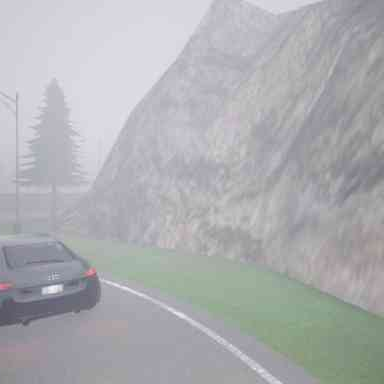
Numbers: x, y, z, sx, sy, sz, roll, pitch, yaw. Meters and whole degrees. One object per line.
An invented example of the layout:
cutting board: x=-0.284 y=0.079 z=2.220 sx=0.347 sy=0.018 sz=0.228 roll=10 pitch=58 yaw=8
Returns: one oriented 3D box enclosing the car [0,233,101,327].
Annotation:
car: x=-3.587 y=1.564 z=6.974 sx=1.994 sy=1.385 sz=4.181 roll=0 pitch=0 yaw=-41
